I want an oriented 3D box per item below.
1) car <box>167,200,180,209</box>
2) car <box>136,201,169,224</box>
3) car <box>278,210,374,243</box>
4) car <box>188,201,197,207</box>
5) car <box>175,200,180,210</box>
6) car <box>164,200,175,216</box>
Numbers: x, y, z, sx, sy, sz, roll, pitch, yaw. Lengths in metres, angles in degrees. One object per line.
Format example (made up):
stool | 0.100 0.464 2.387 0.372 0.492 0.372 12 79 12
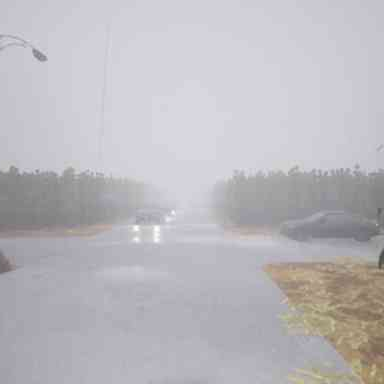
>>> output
car | -3.145 2.176 57.955 2.033 1.411 5.357 0 -1 1
car | -3.248 1.684 26.674 1.837 1.490 4.892 0 -1 2
car | 6.590 1.632 16.162 4.674 1.442 1.812 0 -1 0
car | 0.106 2.446 69.290 1.895 1.301 4.718 0 -1 0
car | -3.185 1.820 46.589 2.128 1.511 4.902 0 -1 0
car | -3.194 1.700 36.144 1.882 1.535 5.008 0 0 0
